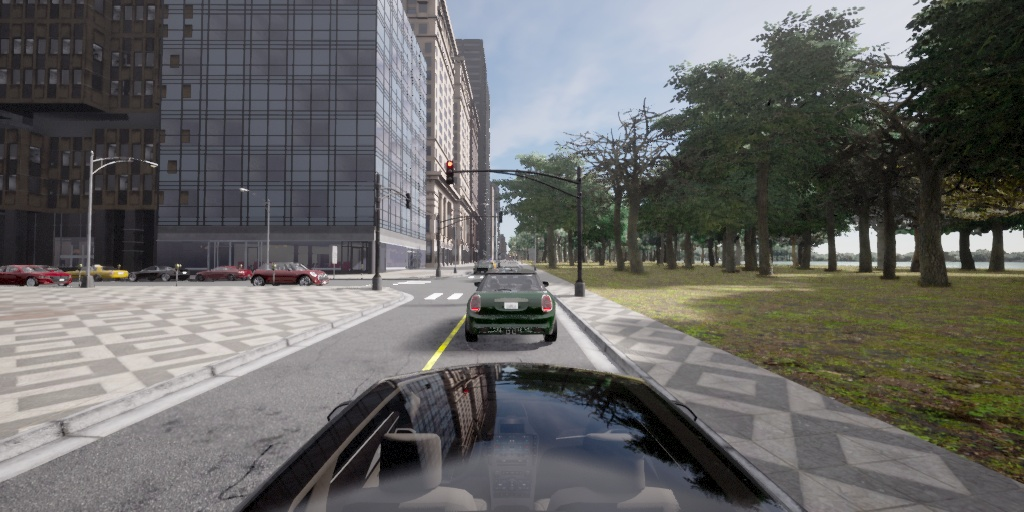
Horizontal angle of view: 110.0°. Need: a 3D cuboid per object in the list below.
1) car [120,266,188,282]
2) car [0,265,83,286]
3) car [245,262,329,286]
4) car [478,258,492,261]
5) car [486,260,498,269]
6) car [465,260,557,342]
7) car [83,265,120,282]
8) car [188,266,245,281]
[{"bbox_3d":[-30.061,1.480,30.626,4.313,1.339,1.948,0,0,0],"label":"car"},{"bbox_3d":[-30.030,1.234,22.103,4.507,1.381,1.888,0,0,0],"label":"car"},{"bbox_3d":[-13.599,1.119,22.174,4.097,1.591,1.967,0,0,-1],"label":"car"},{"bbox_3d":[-3.218,1.180,41.241,2.097,1.767,4.553,0,0,0],"label":"car"},{"bbox_3d":[-3.246,1.426,59.428,1.812,1.442,4.674,0,0,0],"label":"car"},{"bbox_3d":[-0.010,1.108,9.968,2.097,1.767,4.553,0,0,0],"label":"car"},{"bbox_3d":[-35.719,1.443,30.601,4.829,1.417,1.751,0,0,0],"label":"car"},{"bbox_3d":[-24.575,1.493,30.649,4.207,1.307,1.802,0,0,0],"label":"car"}]
